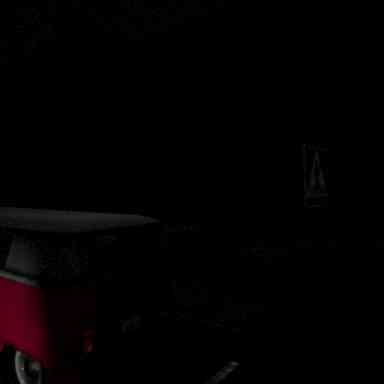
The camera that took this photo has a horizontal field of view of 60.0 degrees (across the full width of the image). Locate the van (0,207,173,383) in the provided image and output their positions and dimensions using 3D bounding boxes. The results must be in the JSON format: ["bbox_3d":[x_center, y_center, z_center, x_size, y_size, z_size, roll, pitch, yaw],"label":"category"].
[{"bbox_3d":[-2.470,1.254,5.079,4.442,1.987,1.878,0,0,35],"label":"van"}]
